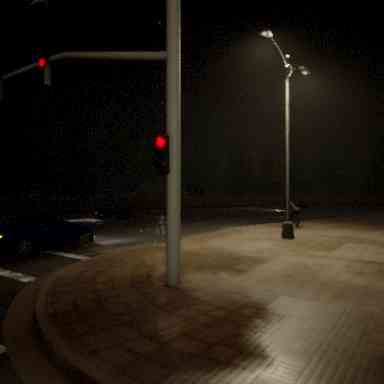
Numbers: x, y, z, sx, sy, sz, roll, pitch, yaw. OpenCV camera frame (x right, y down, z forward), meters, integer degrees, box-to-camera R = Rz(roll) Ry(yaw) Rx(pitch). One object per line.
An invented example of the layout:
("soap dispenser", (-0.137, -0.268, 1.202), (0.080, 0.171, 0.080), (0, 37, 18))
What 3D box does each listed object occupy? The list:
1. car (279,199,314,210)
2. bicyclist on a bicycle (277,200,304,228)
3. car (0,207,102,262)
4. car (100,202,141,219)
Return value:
("car", (13.002, 1.514, 41.342), (4.181, 1.385, 1.994), (0, 0, -18))
("bicyclist on a bicycle", (5.616, 1.248, 19.002), (1.656, 1.620, 0.582), (0, 0, 42))
("car", (-5.583, 1.473, 11.942), (1.812, 1.442, 4.674), (-1, -1, 23))
("car", (-6.368, 1.517, 28.176), (1.994, 1.385, 4.181), (0, 0, 42))
